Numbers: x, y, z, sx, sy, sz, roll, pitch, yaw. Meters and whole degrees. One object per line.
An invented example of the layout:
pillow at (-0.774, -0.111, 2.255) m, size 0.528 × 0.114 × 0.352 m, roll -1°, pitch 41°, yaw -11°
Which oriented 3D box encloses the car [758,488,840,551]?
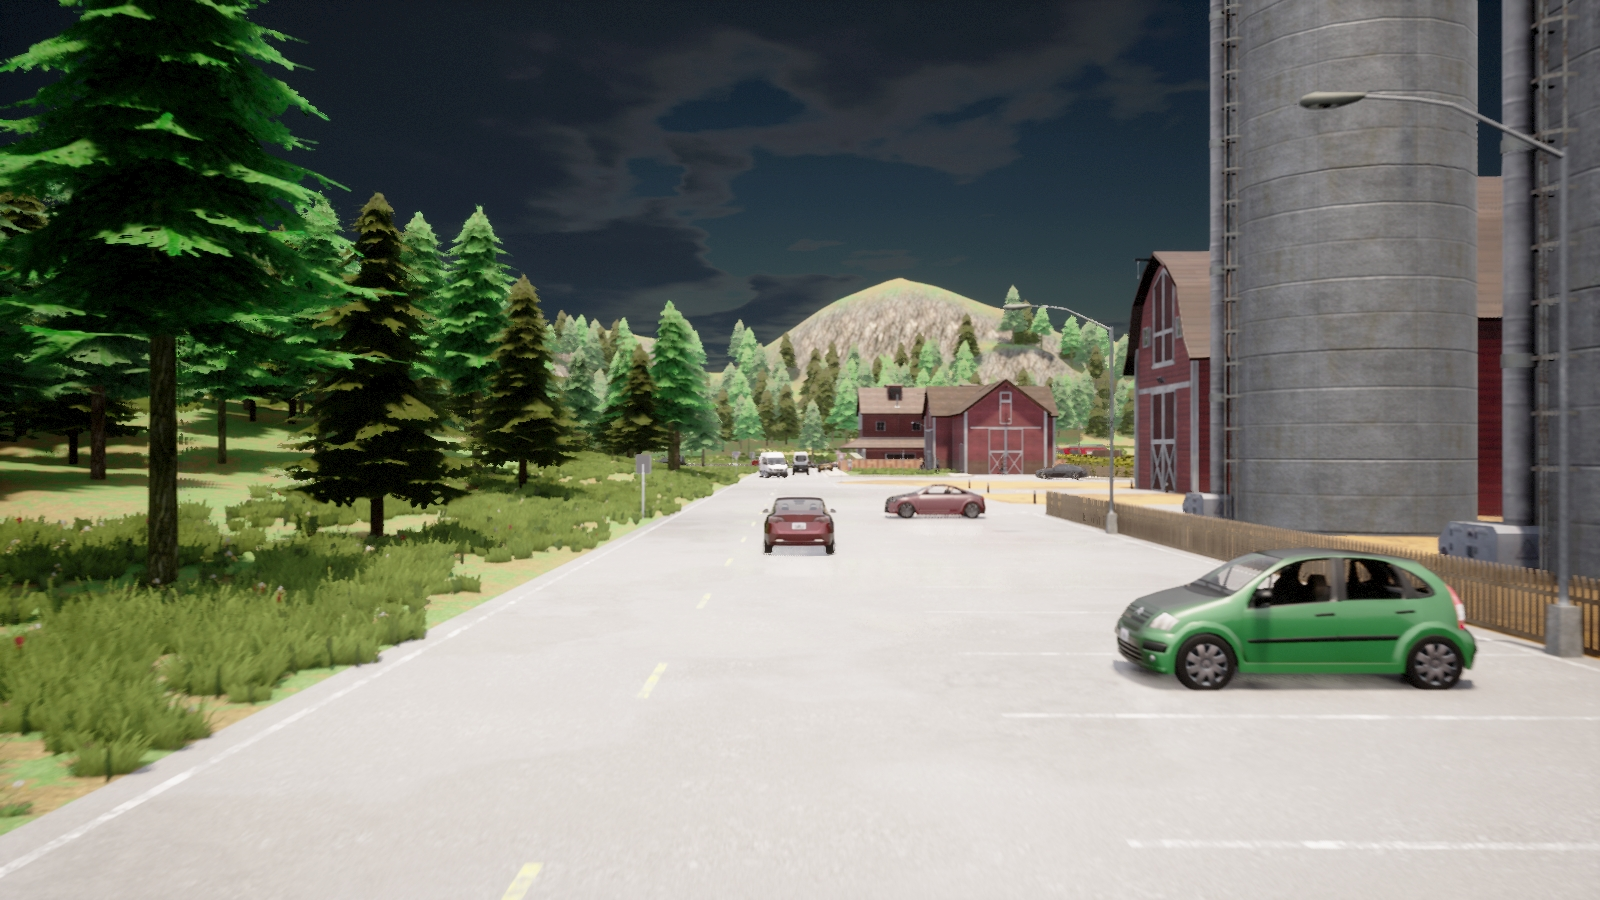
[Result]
car at (-0.021, 1.922, 32.653) m, size 2.163 × 1.488 × 4.792 m, roll 0°, pitch 0°, yaw 0°
